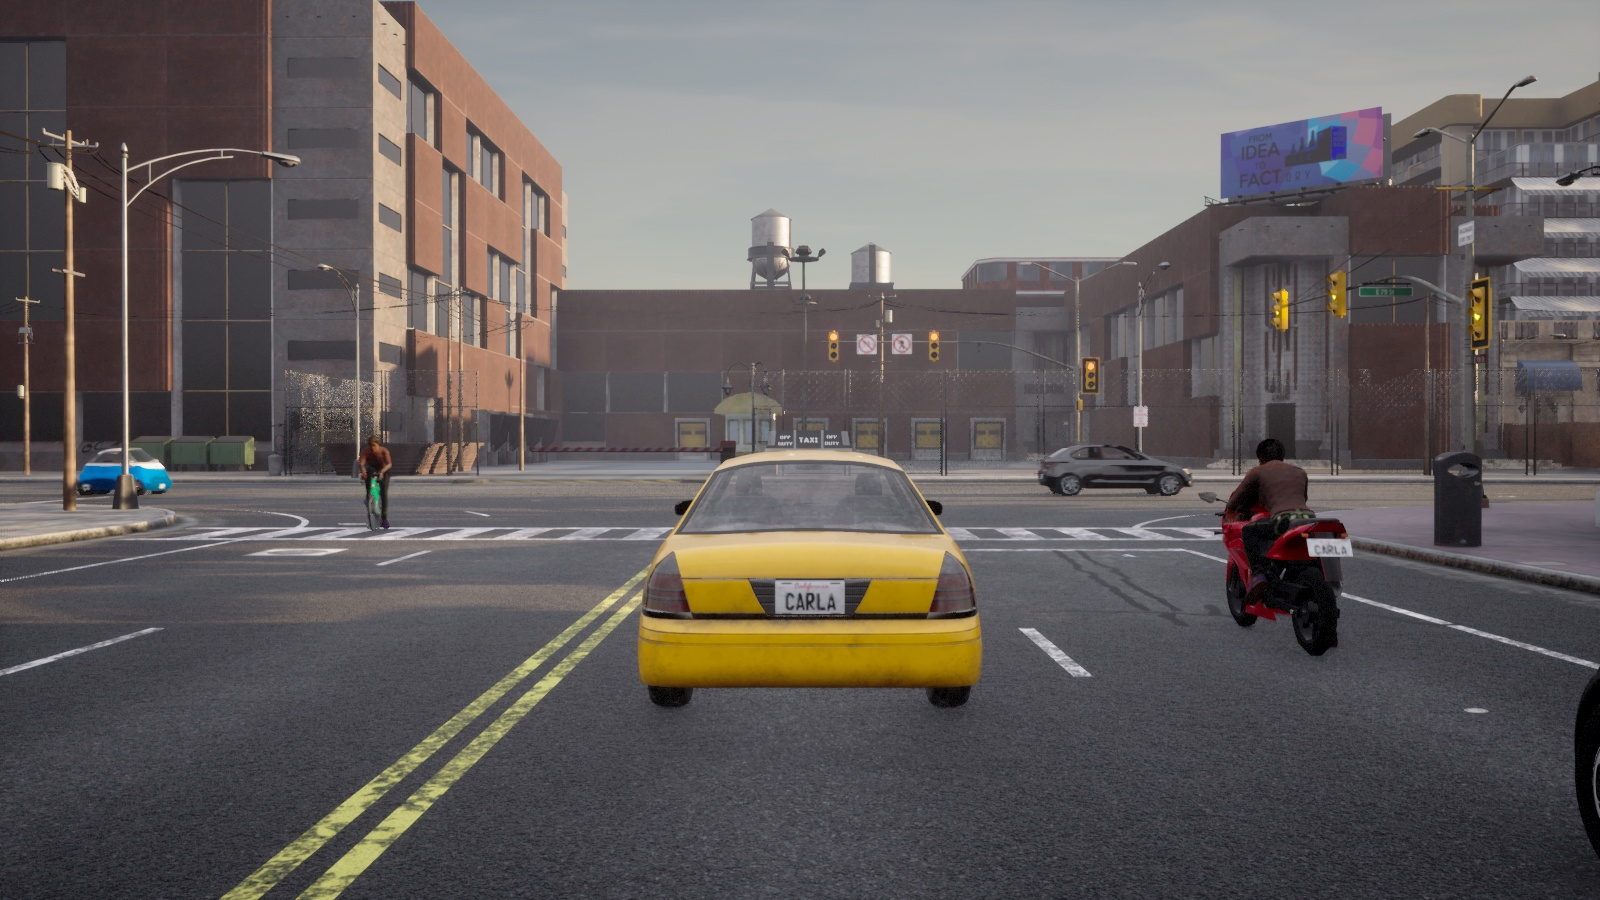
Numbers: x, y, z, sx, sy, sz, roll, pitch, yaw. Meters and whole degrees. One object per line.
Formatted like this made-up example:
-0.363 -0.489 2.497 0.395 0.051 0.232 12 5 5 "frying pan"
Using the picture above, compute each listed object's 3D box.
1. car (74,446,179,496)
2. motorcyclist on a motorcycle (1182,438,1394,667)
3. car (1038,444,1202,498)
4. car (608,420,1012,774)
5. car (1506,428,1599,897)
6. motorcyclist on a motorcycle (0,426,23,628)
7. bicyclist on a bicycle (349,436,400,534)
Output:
-19.234 0.583 35.907 2.207 1.376 1.481 0 0 1 "car"
3.563 0.678 9.397 0.797 1.523 2.044 0 0 0 "motorcyclist on a motorcycle"
8.986 0.567 35.511 4.193 1.474 1.816 0 0 1 "car"
0.057 0.639 8.274 1.801 1.575 5.366 0 0 0 "car"
3.526 0.712 2.849 1.789 1.549 3.705 0 0 1 "car"
-6.935 0.638 9.401 0.766 1.649 2.350 0 0 0 "motorcyclist on a motorcycle"
-7.324 0.571 21.688 0.582 1.620 1.656 -1 1 -11 "bicyclist on a bicycle"
